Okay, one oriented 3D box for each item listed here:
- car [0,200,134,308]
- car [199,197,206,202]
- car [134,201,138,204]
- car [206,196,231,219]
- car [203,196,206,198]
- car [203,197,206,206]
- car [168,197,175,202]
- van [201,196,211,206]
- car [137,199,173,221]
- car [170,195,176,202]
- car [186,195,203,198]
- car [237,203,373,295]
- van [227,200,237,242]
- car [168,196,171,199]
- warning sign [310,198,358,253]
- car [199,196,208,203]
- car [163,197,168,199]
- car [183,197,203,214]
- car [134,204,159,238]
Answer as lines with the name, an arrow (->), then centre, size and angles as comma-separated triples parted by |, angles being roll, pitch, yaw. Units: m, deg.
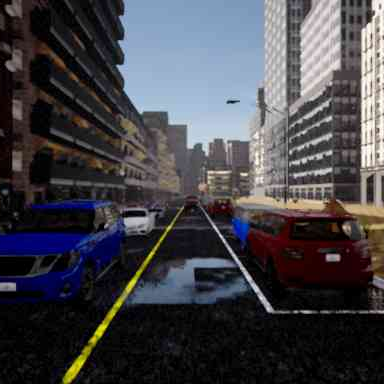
car -> -3.098, 1.251, 8.346 | 2.150, 2.045, 5.566 | 0, 0, 0
car -> 2.751, 2.031, 91.635 | 1.802, 1.307, 4.206 | 0, 0, 0
car -> -5.675, 1.652, 25.322 | 2.008, 1.369, 4.403 | 0, 0, 0
car -> 2.708, 1.442, 30.843 | 2.192, 1.841, 5.009 | 0, 0, 0
car -> 2.728, 1.788, 58.646 | 1.752, 1.417, 4.829 | 0, 0, 0
car -> 2.716, 1.724, 41.896 | 1.887, 1.381, 4.507 | 0, 0, 0
car -> -5.630, 1.973, 91.472 | 1.752, 1.417, 4.829 | 0, 0, 0
van -> 2.731, 1.632, 64.002 | 1.690, 1.788, 3.998 | 0, 0, 0
car -> -3.051, 1.608, 28.468 | 2.128, 1.511, 4.902 | 0, 0, 0
car -> -5.637, 1.928, 80.588 | 1.887, 1.381, 4.507 | 0, 0, 0
car -> 0.035, 1.432, 48.081 | 2.150, 2.045, 5.566 | 0, 0, 0
car -> 2.693, 1.347, 8.738 | 2.192, 1.841, 5.009 | 0, 0, 0
van -> 2.696, 1.395, 14.263 | 1.690, 1.788, 3.998 | 0, 0, 0
car -> -5.648, 1.835, 64.007 | 1.887, 1.381, 4.507 | 0, 0, 0
warning sign -> 5.082, 1.160, 11.993 | 1.300, 1.860, 1.060 | 0, 0, 0
car -> 2.742, 1.824, 80.582 | 1.967, 1.590, 4.097 | 0, 0, 0
car -> -5.652, 1.785, 58.312 | 1.752, 1.417, 4.829 | 0, 0, 0
car -> 0.027, 1.663, 37.515 | 1.837, 1.490, 4.892 | 0, 0, 0
car -> -3.078, 1.595, 18.177 | 1.812, 1.442, 4.674 | 0, 0, 0
